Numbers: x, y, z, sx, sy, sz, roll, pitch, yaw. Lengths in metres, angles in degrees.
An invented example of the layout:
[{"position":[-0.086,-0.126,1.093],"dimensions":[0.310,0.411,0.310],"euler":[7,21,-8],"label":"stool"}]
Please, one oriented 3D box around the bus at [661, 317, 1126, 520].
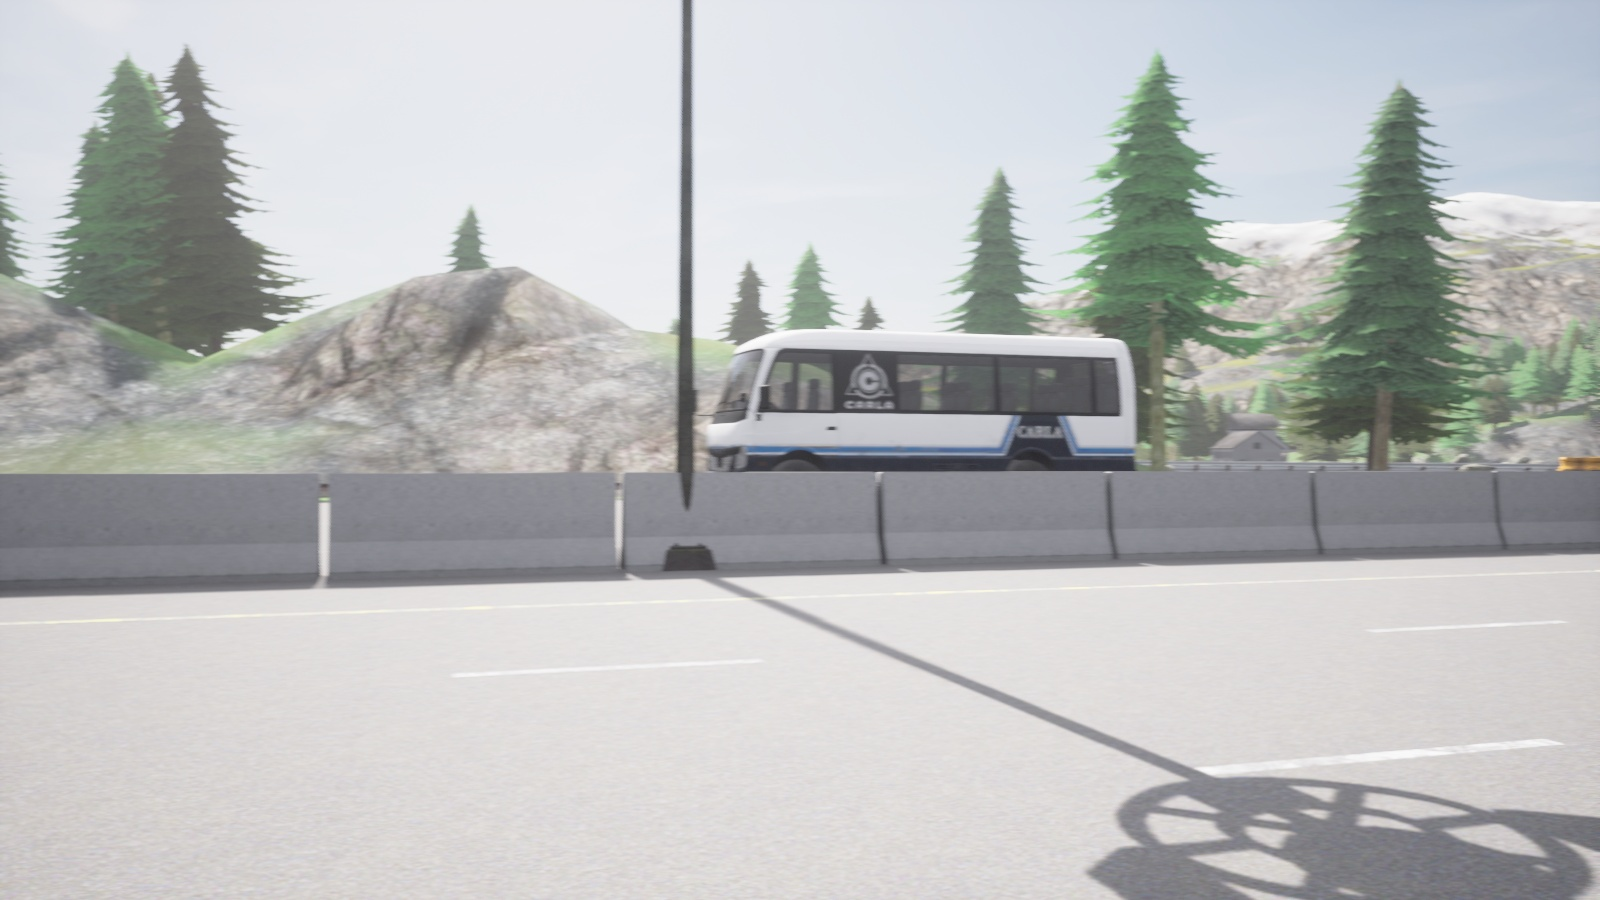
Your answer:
[{"position":[2.171,-0.664,29.808],"dimensions":[10.273,4.253,3.944],"euler":[0,0,-18],"label":"bus"}]
